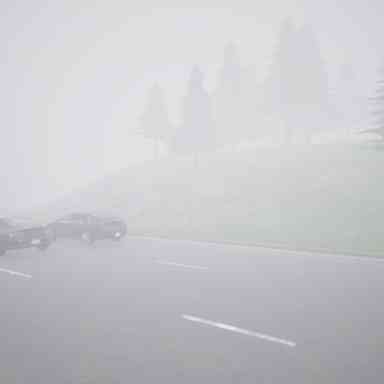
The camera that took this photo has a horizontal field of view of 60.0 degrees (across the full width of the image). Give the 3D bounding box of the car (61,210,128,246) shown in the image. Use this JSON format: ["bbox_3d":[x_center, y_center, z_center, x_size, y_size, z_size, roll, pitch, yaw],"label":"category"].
[{"bbox_3d":[-5.274,1.653,16.255,4.892,1.490,1.837,0,0,36],"label":"car"}]

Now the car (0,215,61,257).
[{"bbox_3d":[-7.625,1.675,13.639,4.674,1.442,1.812,0,0,36],"label":"car"}]
